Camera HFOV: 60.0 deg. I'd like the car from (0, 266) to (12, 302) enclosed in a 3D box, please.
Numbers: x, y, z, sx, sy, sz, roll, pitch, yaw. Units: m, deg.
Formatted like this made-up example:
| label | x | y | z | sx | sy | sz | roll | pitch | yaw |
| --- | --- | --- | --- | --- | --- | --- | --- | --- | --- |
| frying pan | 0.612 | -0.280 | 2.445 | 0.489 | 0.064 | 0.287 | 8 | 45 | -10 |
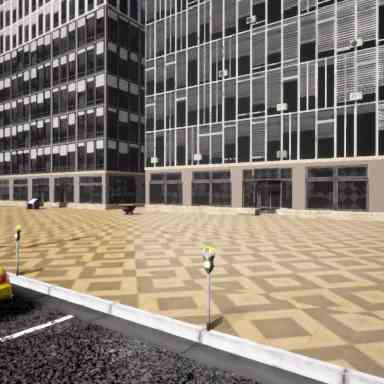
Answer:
| label | x | y | z | sx | sy | sz | roll | pitch | yaw |
| --- | --- | --- | --- | --- | --- | --- | --- | --- | --- |
| car | -5.565 | 1.526 | 6.835 | 4.829 | 1.417 | 1.752 | 0 | 0 | 35 |
